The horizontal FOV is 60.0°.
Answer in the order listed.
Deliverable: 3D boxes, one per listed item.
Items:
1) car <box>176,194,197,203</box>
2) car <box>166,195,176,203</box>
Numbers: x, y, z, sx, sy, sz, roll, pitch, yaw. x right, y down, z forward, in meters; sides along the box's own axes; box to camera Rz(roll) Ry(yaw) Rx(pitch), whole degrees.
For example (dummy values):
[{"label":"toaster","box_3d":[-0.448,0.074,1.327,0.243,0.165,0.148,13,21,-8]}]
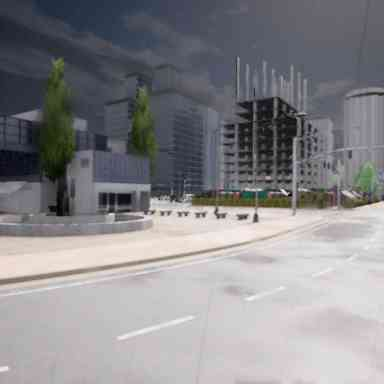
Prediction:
[{"label":"car","box_3d":[-1.307,1.911,77.722,1.970,1.475,3.806,0,0,33]},{"label":"car","box_3d":[-3.717,1.666,79.326,1.905,1.878,3.866,0,0,33]}]
